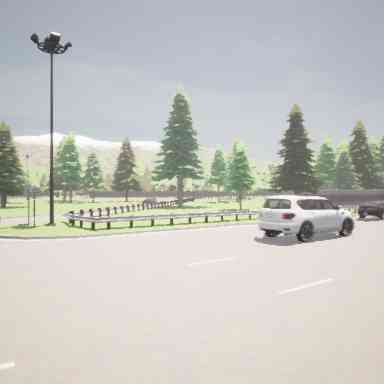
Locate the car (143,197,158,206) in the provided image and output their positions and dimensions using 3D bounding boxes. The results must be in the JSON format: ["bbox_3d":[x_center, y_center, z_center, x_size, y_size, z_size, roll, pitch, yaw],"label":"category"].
[{"bbox_3d":[-6.907,1.525,55.779,1.812,1.442,4.674,0,0,6],"label":"car"}]

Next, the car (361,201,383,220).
[{"bbox_3d":[15.796,1.501,27.850,4.892,1.490,1.837,1,-1,-35],"label":"car"}]

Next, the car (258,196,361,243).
[{"bbox_3d":[5.685,1.219,16.372,5.566,2.045,2.150,0,0,-35],"label":"car"}]
